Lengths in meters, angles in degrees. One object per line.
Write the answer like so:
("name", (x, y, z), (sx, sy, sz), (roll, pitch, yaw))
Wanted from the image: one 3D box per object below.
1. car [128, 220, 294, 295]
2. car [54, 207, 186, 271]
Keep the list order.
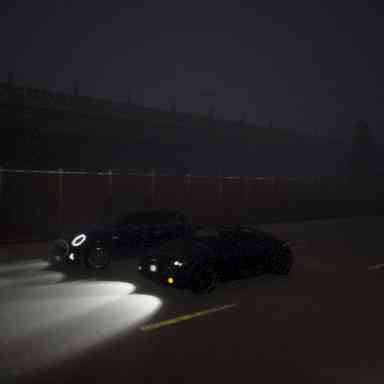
("car", (0.740, 1.558, 8.769), (4.181, 1.385, 1.994), (0, 0, -35))
("car", (-2.087, 1.346, 11.052), (4.553, 1.767, 2.097), (0, 0, -35))
